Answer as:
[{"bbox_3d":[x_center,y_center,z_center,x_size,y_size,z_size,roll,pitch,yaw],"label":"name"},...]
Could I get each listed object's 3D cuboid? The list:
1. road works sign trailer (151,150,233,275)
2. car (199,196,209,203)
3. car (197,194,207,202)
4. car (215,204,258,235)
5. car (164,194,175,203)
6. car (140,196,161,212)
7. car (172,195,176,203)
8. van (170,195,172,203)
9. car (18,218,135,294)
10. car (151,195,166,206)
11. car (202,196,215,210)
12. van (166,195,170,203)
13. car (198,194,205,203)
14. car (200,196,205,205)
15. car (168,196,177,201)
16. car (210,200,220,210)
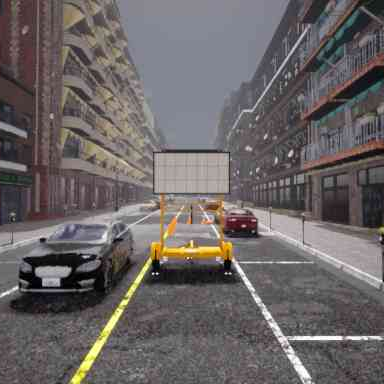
[{"bbox_3d":[-0.009,0.473,10.485,2.380,3.560,2.880,0,0,0],"label":"road works sign trailer"},{"bbox_3d":[2.598,1.626,74.120,1.967,1.590,4.097,1,0,0],"label":"car"},{"bbox_3d":[2.559,1.551,85.182,2.192,1.841,5.009,1,0,0],"label":"car"},{"bbox_3d":[2.586,1.565,18.812,1.887,1.381,4.507,1,0,0],"label":"car"},{"bbox_3d":[-5.287,1.526,79.711,2.192,1.841,5.009,1,0,0],"label":"car"},{"bbox_3d":[-5.293,1.594,40.828,1.752,1.417,4.829,2,0,0],"label":"car"},{"bbox_3d":[-5.287,1.501,74.181,2.192,1.841,5.009,1,0,0],"label":"car"},{"bbox_3d":[-5.288,1.481,63.121,1.690,1.788,3.998,1,0,0],"label":"van"},{"bbox_3d":[-2.751,1.498,8.948,2.128,1.511,4.902,0,0,0],"label":"car"},{"bbox_3d":[-5.287,1.399,46.530,2.192,1.841,5.009,2,0,0],"label":"car"},{"bbox_3d":[2.586,1.614,40.934,1.887,1.381,4.507,1,0,0],"label":"car"},{"bbox_3d":[-5.288,1.460,57.589,1.690,1.788,3.998,2,0,0],"label":"van"},{"bbox_3d":[2.588,1.684,63.058,1.887,1.381,4.507,1,0,0],"label":"car"},{"bbox_3d":[2.586,1.635,46.466,2.008,1.369,4.403,1,0,0],"label":"car"},{"bbox_3d":[-5.293,1.830,90.773,1.947,1.339,4.313,1,0,0],"label":"car"},{"bbox_3d":[2.586,1.555,24.514,1.752,1.417,4.829,1,0,0],"label":"car"}]
